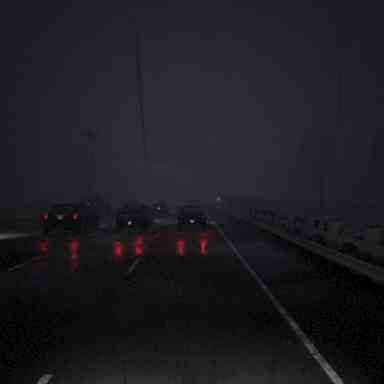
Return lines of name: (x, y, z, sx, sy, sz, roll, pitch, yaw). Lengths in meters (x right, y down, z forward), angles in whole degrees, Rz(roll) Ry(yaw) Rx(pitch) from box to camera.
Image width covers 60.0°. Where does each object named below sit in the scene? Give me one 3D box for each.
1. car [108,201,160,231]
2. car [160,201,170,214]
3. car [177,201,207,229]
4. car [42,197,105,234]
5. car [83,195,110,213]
car: (-3.504, 1.533, 21.055, 2.128, 1.511, 4.902, 0, 0, 0)
car: (-3.591, 1.764, 38.069, 1.994, 1.385, 4.181, 0, -1, 0)
car: (-0.010, 1.571, 22.114, 1.812, 1.442, 4.674, 0, 0, 0)
car: (-6.998, 1.389, 19.764, 2.097, 1.767, 4.553, 0, 0, 0)
car: (-10.583, 1.401, 36.532, 2.150, 2.045, 5.566, 0, -1, 0)
